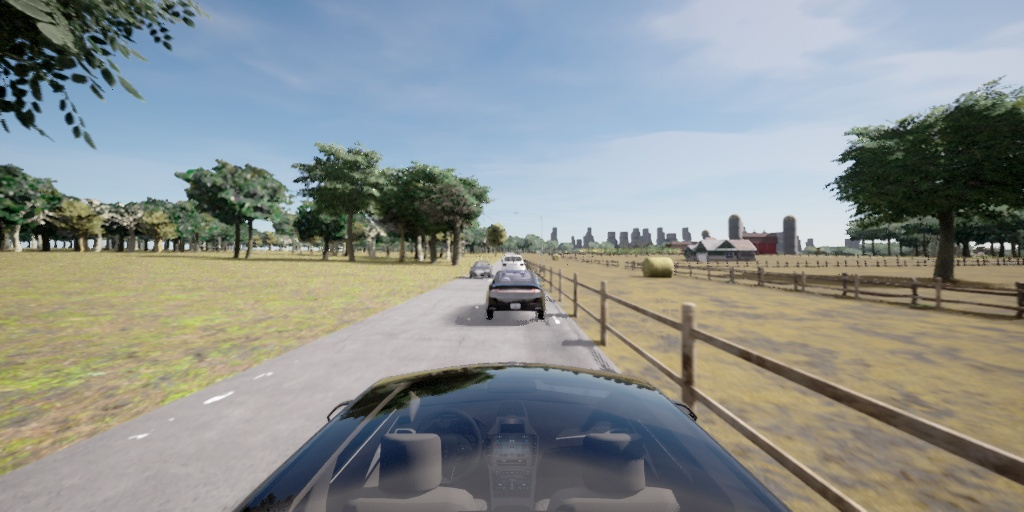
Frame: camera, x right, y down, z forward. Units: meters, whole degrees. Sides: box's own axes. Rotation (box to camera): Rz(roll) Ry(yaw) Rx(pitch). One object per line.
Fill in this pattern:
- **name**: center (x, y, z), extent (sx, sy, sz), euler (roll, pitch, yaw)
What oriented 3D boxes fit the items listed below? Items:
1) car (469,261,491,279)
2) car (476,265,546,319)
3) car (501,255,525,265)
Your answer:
- **car**: center (-2.742, 1.219, 32.339), extent (2.128, 1.511, 4.902), euler (0, 0, 0)
- **car**: center (0.104, 1.228, 12.721), extent (2.128, 1.511, 4.902), euler (0, 0, 0)
- **car**: center (0.109, 0.933, 34.633), extent (2.150, 2.045, 5.566), euler (0, 0, 0)
